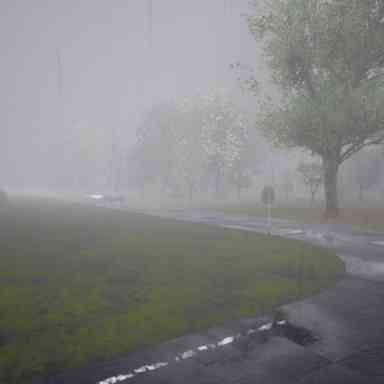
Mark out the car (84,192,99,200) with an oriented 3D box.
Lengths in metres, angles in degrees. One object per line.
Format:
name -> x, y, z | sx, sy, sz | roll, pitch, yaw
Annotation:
car -> -16.970, 0.711, 56.690 | 1.895, 1.301, 4.718 | 0, 1, -33

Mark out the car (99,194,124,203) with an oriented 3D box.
car -> -11.568, 0.870, 48.533 | 1.895, 1.301, 4.718 | 0, 1, -33
